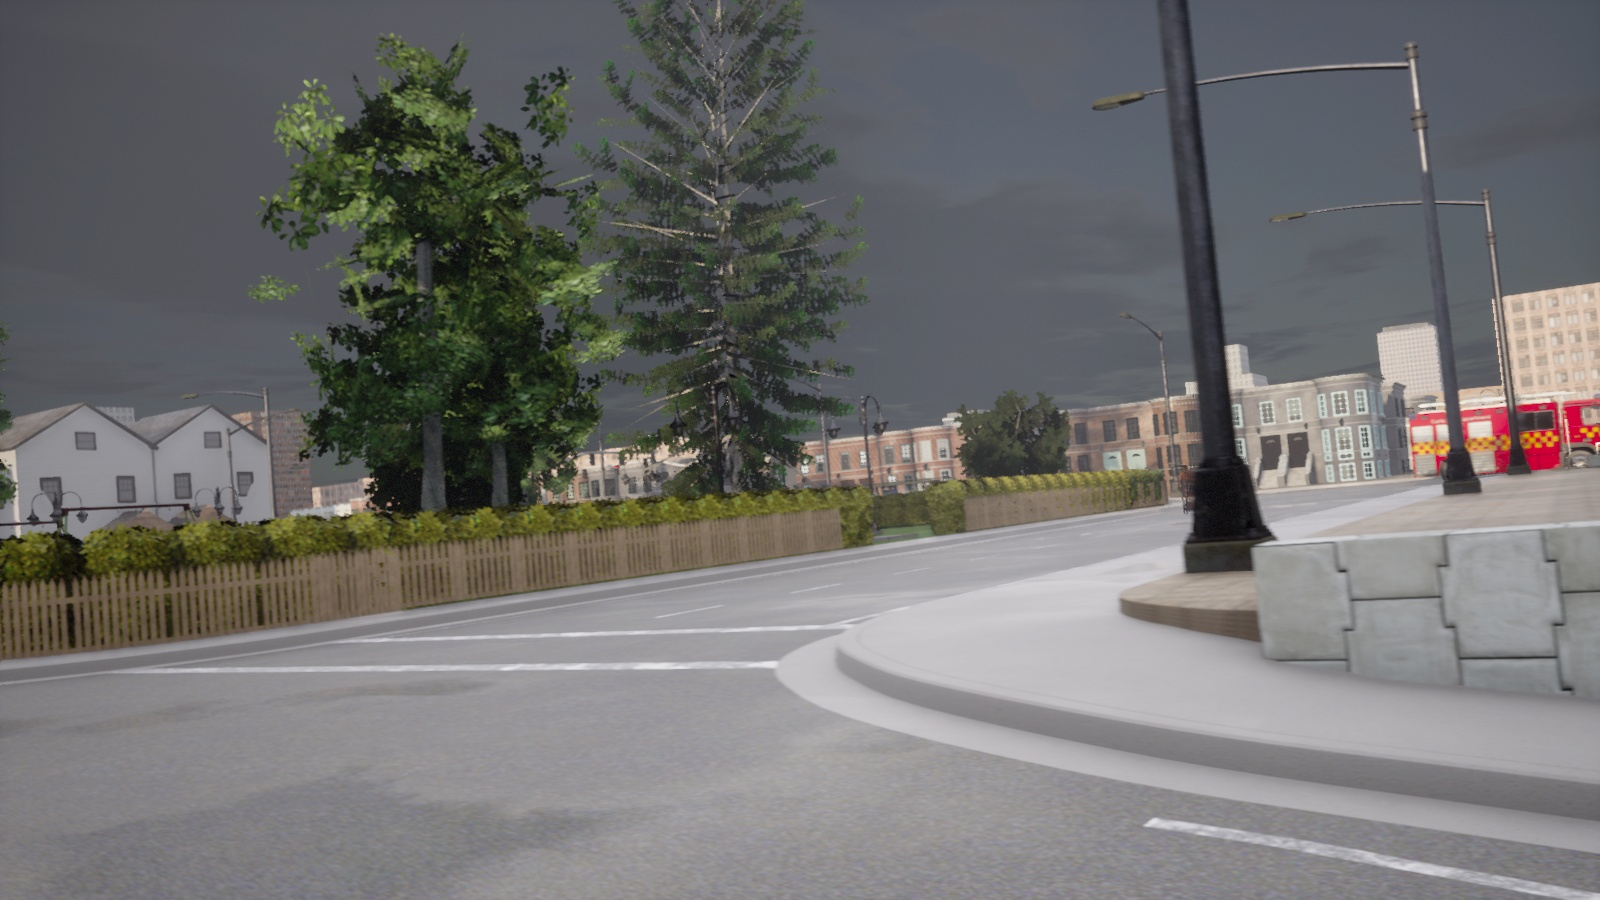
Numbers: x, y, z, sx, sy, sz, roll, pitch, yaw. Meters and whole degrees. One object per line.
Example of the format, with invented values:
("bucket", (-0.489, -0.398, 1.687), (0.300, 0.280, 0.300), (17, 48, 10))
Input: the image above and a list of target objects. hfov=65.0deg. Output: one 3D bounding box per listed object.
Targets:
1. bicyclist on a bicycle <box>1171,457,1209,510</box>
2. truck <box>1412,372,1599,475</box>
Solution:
("bicyclist on a bicycle", (12.727, 1.082, 40.979), (0.582, 1.620, 1.656), (-8, -3, 33))
("truck", (32.948, -1.187, 57.289), (8.468, 3.827, 2.891), (-7, -2, 32))
